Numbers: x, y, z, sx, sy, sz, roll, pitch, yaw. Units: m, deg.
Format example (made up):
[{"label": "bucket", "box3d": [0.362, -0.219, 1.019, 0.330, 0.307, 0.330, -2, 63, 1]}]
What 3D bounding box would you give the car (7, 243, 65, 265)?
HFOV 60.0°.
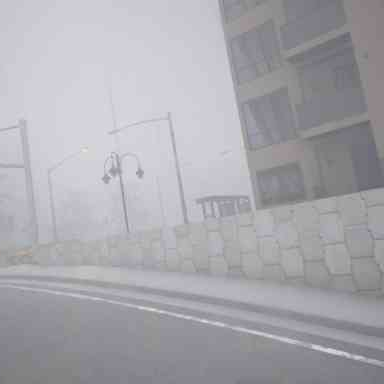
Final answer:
[{"label": "car", "box3d": [-13.689, 5.363, 29.565, 1.882, 1.535, 5.008, -14, -8, 35]}]
